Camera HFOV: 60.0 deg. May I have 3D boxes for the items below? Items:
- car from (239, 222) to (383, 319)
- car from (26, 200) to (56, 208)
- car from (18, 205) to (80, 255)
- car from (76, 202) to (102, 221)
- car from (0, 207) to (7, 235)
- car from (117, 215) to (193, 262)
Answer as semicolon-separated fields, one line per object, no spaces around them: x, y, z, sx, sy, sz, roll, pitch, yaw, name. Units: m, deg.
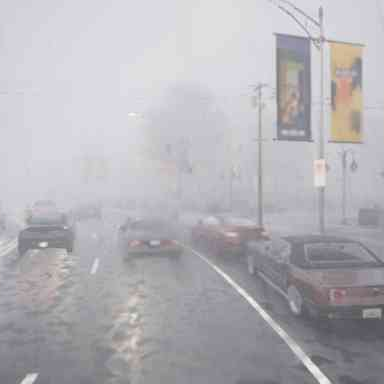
2.583;1.585;7.352;1.895;1.301;4.718;0;0;-5;car
-12.419;1.413;27.501;2.097;1.767;4.553;0;0;-33;car
-5.777;1.535;13.676;1.837;1.490;4.892;0;0;-17;car
-9.498;1.614;29.425;1.994;1.385;4.181;0;0;-33;car
-11.485;1.562;18.534;1.837;1.490;4.892;0;0;-24;car
-1.703;1.558;12.276;2.033;1.411;5.357;0;0;-15;car
